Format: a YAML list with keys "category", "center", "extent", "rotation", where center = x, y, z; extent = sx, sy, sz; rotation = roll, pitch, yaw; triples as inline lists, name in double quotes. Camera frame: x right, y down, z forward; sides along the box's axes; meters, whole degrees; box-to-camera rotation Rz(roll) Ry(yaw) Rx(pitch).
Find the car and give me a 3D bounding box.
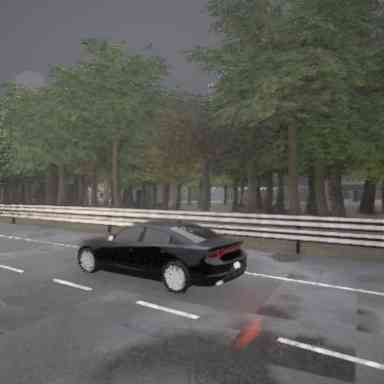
- category: "car"
  center: [-1.008, 1.502, 8.887]
  extent: [5.008, 1.535, 1.882]
  rotation: [0, 0, 36]
